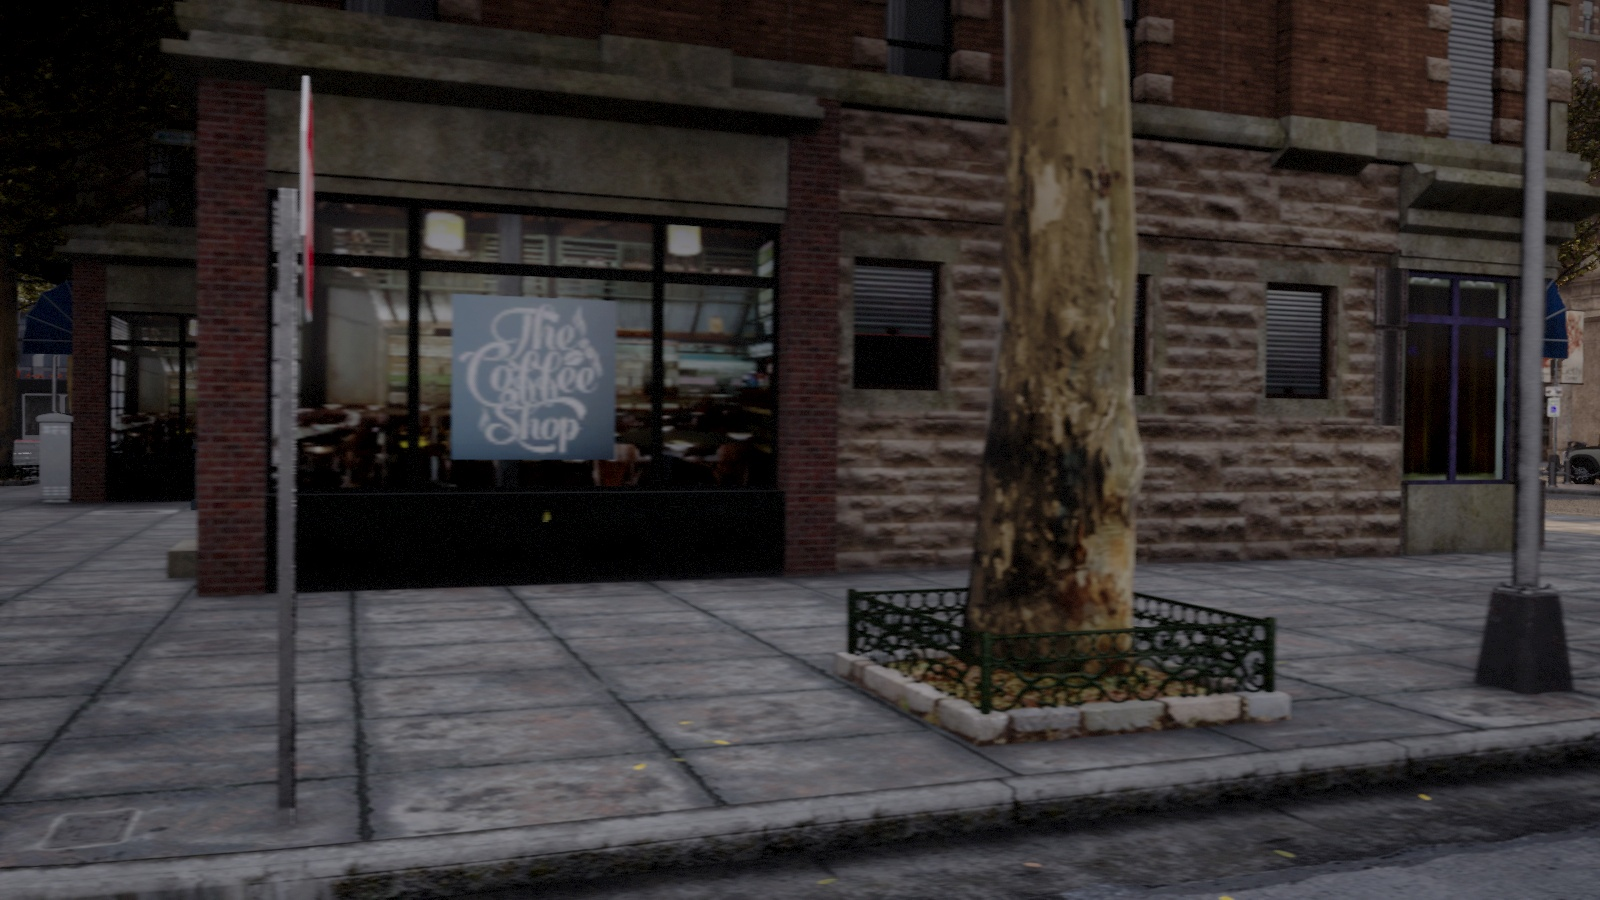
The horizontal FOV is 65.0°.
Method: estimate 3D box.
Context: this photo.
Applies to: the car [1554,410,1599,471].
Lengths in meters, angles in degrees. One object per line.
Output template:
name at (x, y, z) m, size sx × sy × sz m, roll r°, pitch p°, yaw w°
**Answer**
car at (25.406, -0.295, 37.645) m, size 1.932 × 1.855 × 4.605 m, roll -1°, pitch 1°, yaw -20°
